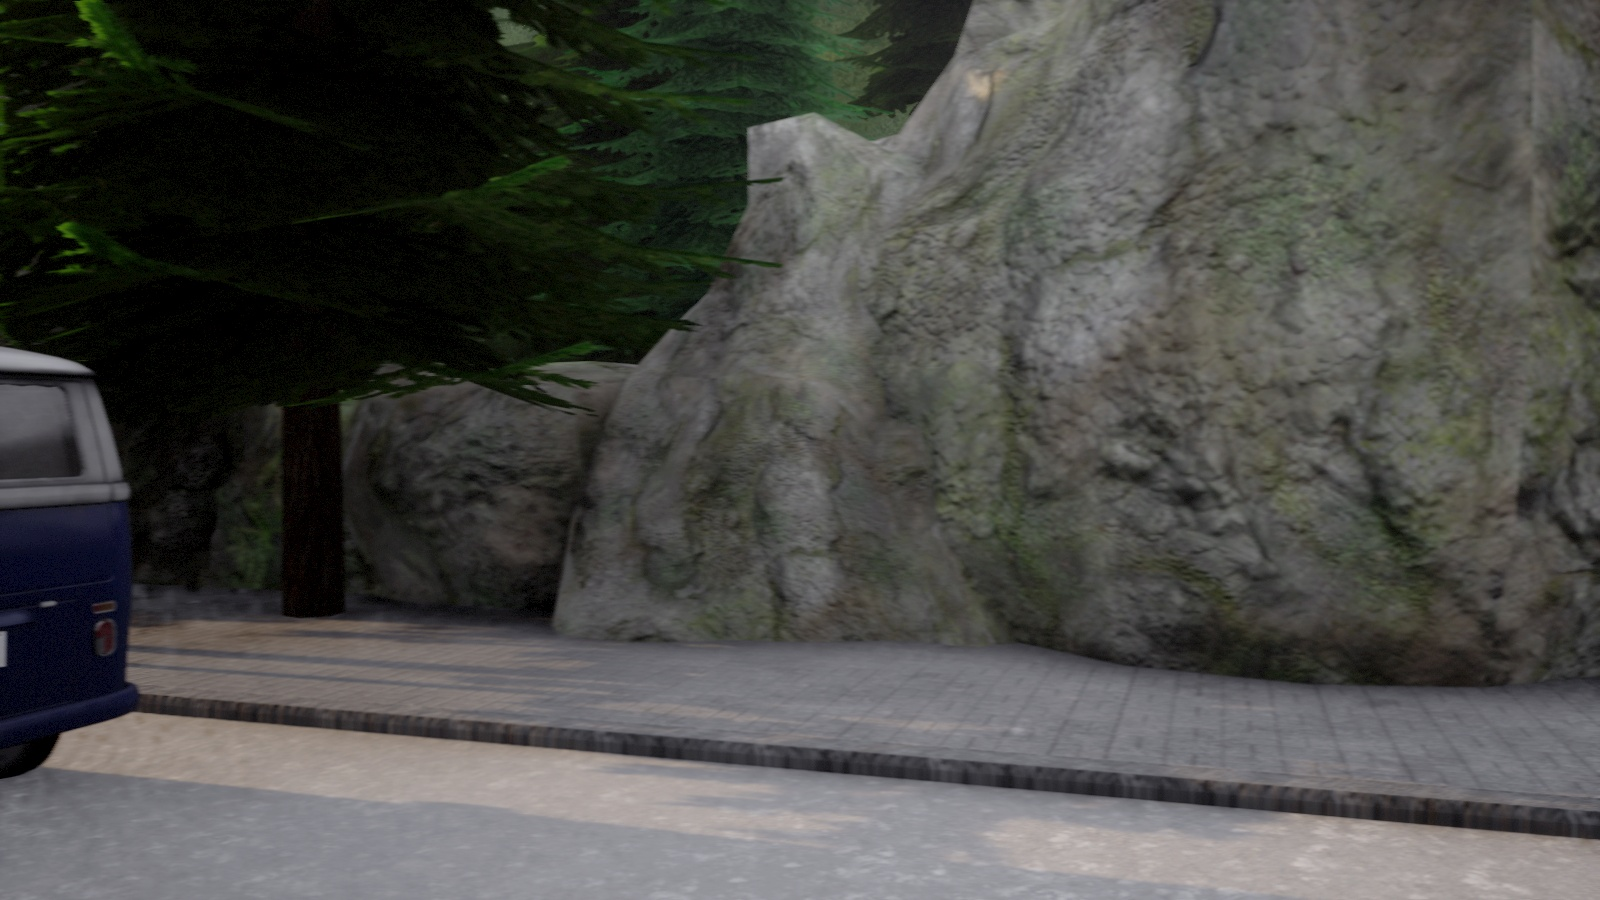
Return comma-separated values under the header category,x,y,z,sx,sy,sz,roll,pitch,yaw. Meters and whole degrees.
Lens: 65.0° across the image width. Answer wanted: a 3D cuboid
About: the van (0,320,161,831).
category,x,y,z,sx,sy,sz,roll,pitch,yaw
van,-5.251,0.472,5.484,4.442,1.987,1.775,1,1,19
